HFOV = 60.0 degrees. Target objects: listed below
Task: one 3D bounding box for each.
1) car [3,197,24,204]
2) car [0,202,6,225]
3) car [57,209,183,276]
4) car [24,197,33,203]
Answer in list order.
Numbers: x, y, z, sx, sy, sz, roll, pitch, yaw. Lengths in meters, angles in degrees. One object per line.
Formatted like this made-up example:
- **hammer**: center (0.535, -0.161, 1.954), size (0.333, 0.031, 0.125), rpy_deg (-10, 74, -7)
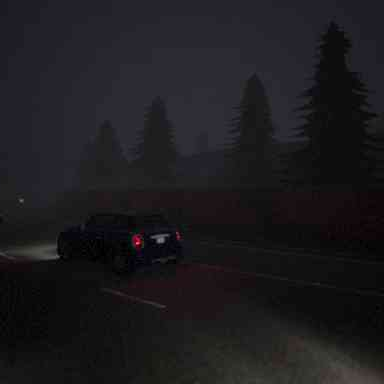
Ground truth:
- **car**: center (-40.344, 1.912, 74.303), size (1.882, 1.535, 5.008), rpy_deg (0, 0, -2)
- **car**: center (-15.395, 1.699, 25.032), size (2.033, 1.411, 5.357), rpy_deg (0, 0, -36)
- **car**: center (-2.480, 1.405, 10.835), size (4.553, 1.767, 2.097), rpy_deg (0, 0, 41)
- **car**: center (-40.326, 1.936, 80.053), size (1.882, 1.535, 5.008), rpy_deg (0, 0, 2)
